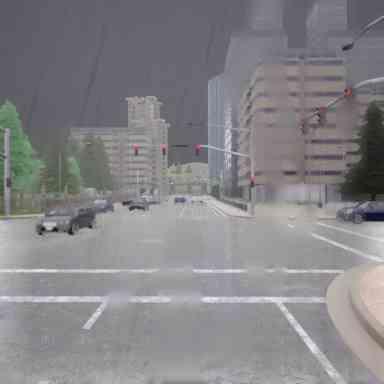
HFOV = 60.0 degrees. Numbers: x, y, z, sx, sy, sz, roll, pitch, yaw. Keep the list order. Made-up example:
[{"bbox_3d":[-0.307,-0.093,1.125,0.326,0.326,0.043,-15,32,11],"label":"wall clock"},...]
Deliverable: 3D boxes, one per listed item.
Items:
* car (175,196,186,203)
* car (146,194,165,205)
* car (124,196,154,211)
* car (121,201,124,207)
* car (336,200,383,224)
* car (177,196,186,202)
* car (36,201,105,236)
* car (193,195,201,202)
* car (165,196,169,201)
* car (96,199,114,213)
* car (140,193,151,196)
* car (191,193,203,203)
[{"bbox_3d":[-2.472,1.477,67.289,1.882,1.535,5.008,0,0,1],"label":"car"},{"bbox_3d":[-6.164,1.564,56.240,1.994,1.385,4.181,0,0,1],"label":"car"},{"bbox_3d":[-6.333,1.547,40.295,2.033,1.411,5.357,0,0,1],"label":"car"},{"bbox_3d":[-9.711,1.601,52.160,1.895,1.301,4.718,0,0,1],"label":"car"},{"bbox_3d":[12.943,1.352,24.092,4.553,1.767,2.097,0,0,1],"label":"car"},{"bbox_3d":[-2.382,1.593,76.688,1.895,1.301,4.718,0,0,1],"label":"car"},{"bbox_3d":[-6.826,1.491,18.548,2.128,1.511,4.902,0,0,2],"label":"car"},{"bbox_3d":[1.117,1.521,76.625,1.812,1.442,4.674,0,0,1],"label":"car"},{"bbox_3d":[-5.933,1.462,71.427,1.882,1.535,5.008,0,0,1],"label":"car"},{"bbox_3d":[-9.854,1.527,36.413,1.812,1.442,4.674,0,1,1],"label":"car"},{"bbox_3d":[-9.460,1.219,68.614,2.150,2.045,5.566,0,0,1],"label":"car"},{"bbox_3d":[1.024,1.221,66.939,2.150,2.045,5.566,0,0,1],"label":"car"}]
